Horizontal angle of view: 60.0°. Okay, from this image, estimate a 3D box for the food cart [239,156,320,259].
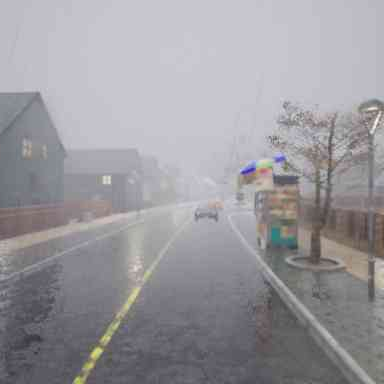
[{"bbox_3d":[3.357,0.514,13.872,2.280,3.560,4.660,1,1,2],"label":"food cart"}]

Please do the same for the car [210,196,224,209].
[{"bbox_3d":[3.237,1.613,45.116,1.882,1.535,5.008,0,0,8],"label":"car"}]

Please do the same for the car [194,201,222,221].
[{"bbox_3d":[1.285,1.685,27.857,1.895,1.301,4.718,0,0,5],"label":"car"}]

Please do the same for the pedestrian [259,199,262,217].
[{"bbox_3d":[3.401,1.197,16.293,0.375,1.860,0.375,-1,1,4],"label":"pedestrian"}]

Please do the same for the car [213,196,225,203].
[{"bbox_3d":[6.468,1.769,78.949,2.033,1.411,5.357,0,0,13],"label":"car"}]
